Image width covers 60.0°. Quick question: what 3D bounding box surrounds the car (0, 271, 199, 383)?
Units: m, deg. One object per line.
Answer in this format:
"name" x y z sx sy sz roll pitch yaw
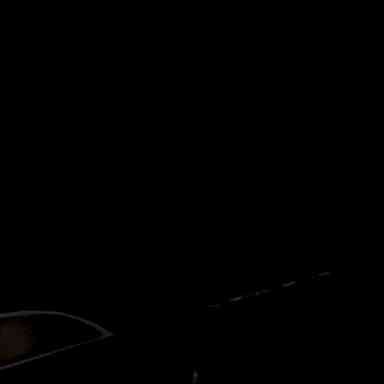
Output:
"car" -2.244 1.503 2.392 4.902 1.511 2.128 -2 1 -35
